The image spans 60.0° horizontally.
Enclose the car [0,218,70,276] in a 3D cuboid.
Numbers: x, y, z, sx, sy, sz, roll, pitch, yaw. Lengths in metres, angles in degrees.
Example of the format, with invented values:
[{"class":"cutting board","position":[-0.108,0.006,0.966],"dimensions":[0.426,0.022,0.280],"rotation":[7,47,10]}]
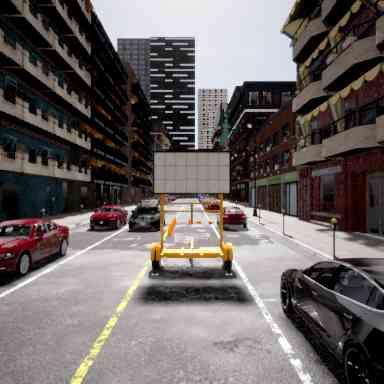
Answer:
[{"class":"car","position":[-5.312,1.548,10.368],"dimensions":[1.887,1.381,4.507],"rotation":[1,0,0]}]

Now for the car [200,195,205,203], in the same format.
[{"class":"car","position":[2.552,1.582,50.211],"dimensions":[1.887,1.381,4.507],"rotation":[1,0,0]}]

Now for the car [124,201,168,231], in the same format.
[{"class":"car","position":[-2.760,1.534,20.973],"dimensions":[1.812,1.442,4.674],"rotation":[0,0,0]}]

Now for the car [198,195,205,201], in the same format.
[{"class":"car","position":[2.535,1.637,90.208],"dimensions":[1.752,1.417,4.829],"rotation":[0,0,0]}]

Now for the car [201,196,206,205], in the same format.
[{"class":"car","position":[2.554,1.576,44.522],"dimensions":[1.887,1.381,4.507],"rotation":[1,0,0]}]

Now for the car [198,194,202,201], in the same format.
[{"class":"car","position":[2.545,1.588,67.449],"dimensions":[1.752,1.417,4.829],"rotation":[0,0,0]}]

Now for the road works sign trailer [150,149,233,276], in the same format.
[{"class":"road works sign trailer","position":[-0.004,0.467,10.372],"dimensions":[2.380,3.560,2.880],"rotation":[0,0,0]}]

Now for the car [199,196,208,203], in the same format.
[{"class":"car","position":[2.542,1.655,72.968],"dimensions":[1.802,1.307,4.206],"rotation":[0,0,0]}]

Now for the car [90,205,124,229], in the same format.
[{"class":"car","position":[-5.316,1.554,21.747],"dimensions":[1.887,1.381,4.507],"rotation":[1,0,0]}]

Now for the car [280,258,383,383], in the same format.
[{"class":"car","position":[2.571,1.567,4.694],"dimensions":[1.947,1.339,4.313],"rotation":[1,0,0]}]

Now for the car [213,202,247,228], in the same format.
[{"class":"car","position":[2.563,1.591,21.762],"dimensions":[1.802,1.307,4.206],"rotation":[1,0,0]}]

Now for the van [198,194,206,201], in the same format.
[{"class":"van","position":[2.539,1.440,84.348],"dimensions":[1.690,1.788,3.998],"rotation":[0,0,0]}]

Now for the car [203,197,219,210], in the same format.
[{"class":"car","position":[2.556,1.607,38.831],"dimensions":[1.802,1.307,4.206],"rotation":[1,0,0]}]

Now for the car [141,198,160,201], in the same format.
[{"class":"car","position":[-5.324,1.576,38.817],"dimensions":[2.008,1.369,4.403],"rotation":[1,0,0]}]

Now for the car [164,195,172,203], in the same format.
[{"class":"car","position":[-5.333,1.598,61.577],"dimensions":[1.887,1.381,4.507],"rotation":[1,0,0]}]

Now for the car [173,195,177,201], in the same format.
[{"class":"car","position":[-5.343,1.643,84.335],"dimensions":[1.887,1.381,4.507],"rotation":[0,0,0]}]

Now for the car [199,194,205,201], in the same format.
[{"class":"car","position":[2.550,1.570,56.070],"dimensions":[1.752,1.417,4.829],"rotation":[0,0,0]}]
